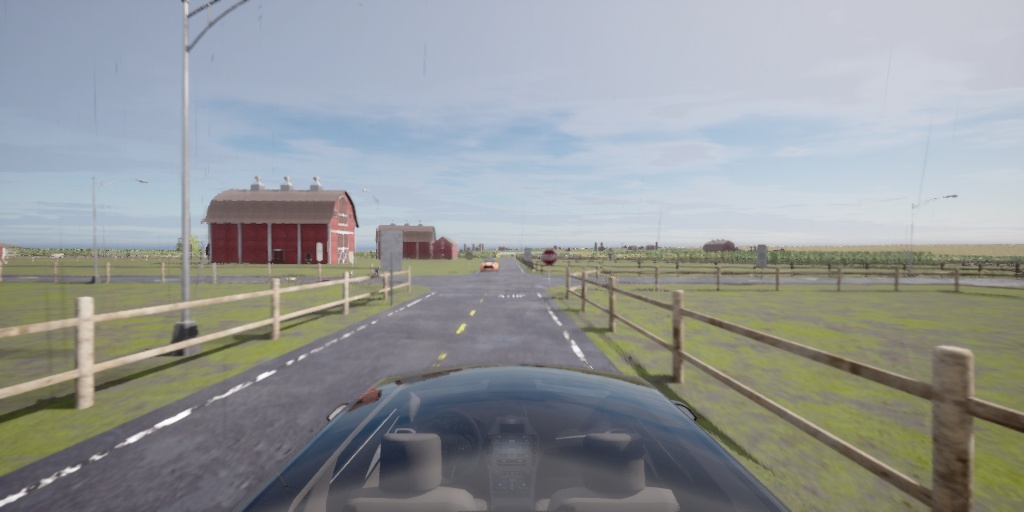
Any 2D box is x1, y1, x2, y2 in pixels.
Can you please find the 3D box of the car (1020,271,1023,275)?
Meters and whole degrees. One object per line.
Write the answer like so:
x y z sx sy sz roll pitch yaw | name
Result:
49.225 1.524 32.217 5.357 1.411 2.033 0 1 -1 | car

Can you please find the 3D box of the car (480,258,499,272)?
-2.745 1.020 44.207 2.097 1.767 4.553 0 0 0 | car
